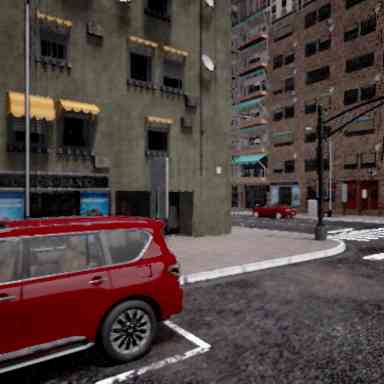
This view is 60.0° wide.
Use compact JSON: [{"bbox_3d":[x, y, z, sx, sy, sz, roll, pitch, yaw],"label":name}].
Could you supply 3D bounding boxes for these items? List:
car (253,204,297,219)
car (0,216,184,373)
[{"bbox_3d":[7.777,1.783,31.667,1.887,1.381,4.507,-1,0,-36],"label":"car"},{"bbox_3d":[-2.441,1.315,4.358,5.009,1.841,2.192,0,0,-36],"label":"car"}]
